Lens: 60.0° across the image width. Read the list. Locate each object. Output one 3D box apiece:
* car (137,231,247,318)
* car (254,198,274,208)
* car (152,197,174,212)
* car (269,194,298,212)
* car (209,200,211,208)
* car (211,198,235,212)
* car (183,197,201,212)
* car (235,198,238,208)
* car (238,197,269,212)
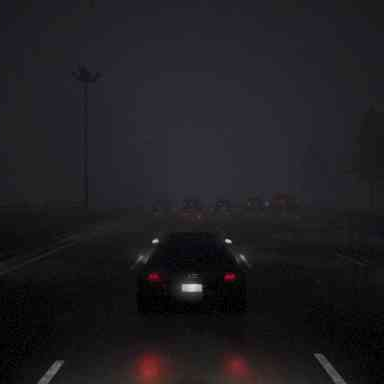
[{"bbox_3d":[-0.002,1.564,7.539,1.994,1.385,4.181,0,0,0],"label":"car"},{"bbox_3d":[10.494,1.601,48.872,1.895,1.301,4.718,0,0,0],"label":"car"},{"bbox_3d":[-3.499,1.505,38.878,1.837,1.490,4.892,0,0,0],"label":"car"},{"bbox_3d":[10.499,1.221,38.371,2.150,2.045,5.566,0,0,0],"label":"car"},{"bbox_3d":[3.494,1.601,48.895,1.895,1.301,4.718,0,0,0],"label":"car"},{"bbox_3d":[3.498,1.505,38.623,1.837,1.490,4.892,0,0,0],"label":"car"},{"bbox_3d":[0.001,1.352,38.861,2.097,1.767,4.553,0,0,0],"label":"car"},{"bbox_3d":[6.990,1.547,48.161,2.033,1.411,5.357,0,0,0],"label":"car"},{"bbox_3d":[6.998,1.352,38.421,2.097,1.767,4.553,0,0,0],"label":"car"}]
